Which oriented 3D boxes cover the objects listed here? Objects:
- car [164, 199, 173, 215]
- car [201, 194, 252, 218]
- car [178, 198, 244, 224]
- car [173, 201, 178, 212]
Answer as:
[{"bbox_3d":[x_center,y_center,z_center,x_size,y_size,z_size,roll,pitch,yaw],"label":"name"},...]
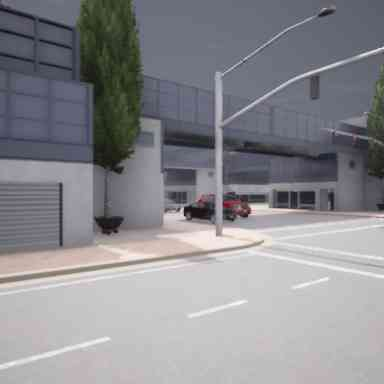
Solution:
[{"bbox_3d":[-4.613,1.219,33.387,2.150,2.045,5.566,0,0,-36],"label":"car"},{"bbox_3d":[2.760,1.215,29.355,2.150,2.045,5.566,0,0,-35],"label":"car"},{"bbox_3d":[1.310,1.472,25.399,1.882,1.535,5.008,0,0,-37],"label":"car"},{"bbox_3d":[-3.051,1.487,37.155,2.128,1.511,4.902,0,0,-36],"label":"car"}]
